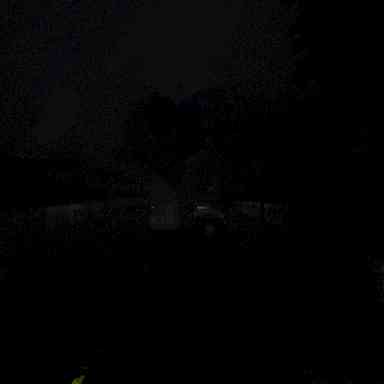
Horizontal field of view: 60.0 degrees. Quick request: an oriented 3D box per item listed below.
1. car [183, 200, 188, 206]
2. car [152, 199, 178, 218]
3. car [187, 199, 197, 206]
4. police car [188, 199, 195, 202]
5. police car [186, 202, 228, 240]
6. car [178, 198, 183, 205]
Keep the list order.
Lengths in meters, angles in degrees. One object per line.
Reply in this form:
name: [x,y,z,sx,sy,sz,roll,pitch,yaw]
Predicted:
car: [-0.015,2.064,52.786,1.994,1.385,4.181,0,-1,0]
car: [-2.856,1.642,34.024,2.097,1.767,4.553,0,-1,0]
car: [-0.021,2.211,68.451,1.994,1.385,4.181,0,-1,0]
police car: [0.815,1.718,34.212,1.930,1.638,5.238,0,-1,0]
police car: [0.820,1.573,18.204,1.930,1.638,5.238,0,0,0]
car: [-2.773,2.217,74.600,1.837,1.490,4.892,0,-1,0]
